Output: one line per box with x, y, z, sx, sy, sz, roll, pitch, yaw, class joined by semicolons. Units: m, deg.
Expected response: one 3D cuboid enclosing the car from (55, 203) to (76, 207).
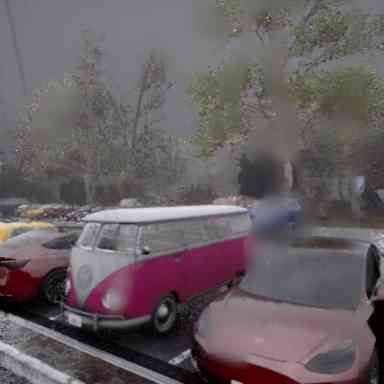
-8.880;1.766;28.830;2.163;1.488;4.792;-1;-1;35;car

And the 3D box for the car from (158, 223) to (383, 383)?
1.915;1.515;5.097;2.163;1.488;4.792;-1;0;35;car

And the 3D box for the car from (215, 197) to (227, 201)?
2.461;1.320;20.761;2.435;2.045;5.566;-1;0;35;car

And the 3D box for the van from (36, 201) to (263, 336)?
-0.422;1.287;6.652;1.878;1.987;4.442;-1;0;35;van

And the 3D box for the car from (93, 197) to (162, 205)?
-4.346;1.414;25.605;2.435;2.045;5.566;-1;-1;35;car

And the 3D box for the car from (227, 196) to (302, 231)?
4.631;1.294;19.218;2.435;2.045;5.566;-1;0;35;car

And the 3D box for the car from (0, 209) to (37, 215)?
-7.205;1.598;11.615;2.097;1.535;5.008;-1;0;35;car

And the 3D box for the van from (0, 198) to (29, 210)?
-20.143;1.693;37.029;1.878;1.987;4.442;-1;-1;35;van

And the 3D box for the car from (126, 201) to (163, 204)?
-2.059;1.633;24.007;2.097;1.535;5.008;-1;0;35;car

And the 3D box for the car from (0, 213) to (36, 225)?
-4.813;1.566;10.147;1.946;1.575;5.366;-1;0;35;car

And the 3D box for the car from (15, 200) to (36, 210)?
-13.510;1.806;31.933;1.946;1.575;5.366;-1;-1;35;car

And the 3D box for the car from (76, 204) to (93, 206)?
-6.577;1.729;27.263;2.163;1.488;4.792;-1;-1;35;car

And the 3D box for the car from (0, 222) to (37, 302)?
-2.619;1.571;8.394;2.163;1.488;4.792;-1;0;35;car

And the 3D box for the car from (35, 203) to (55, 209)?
-11.135;1.773;30.464;2.097;1.535;5.008;-1;-1;35;car

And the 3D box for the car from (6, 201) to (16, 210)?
-15.672;1.886;33.697;2.002;1.452;4.674;-1;-1;35;car
